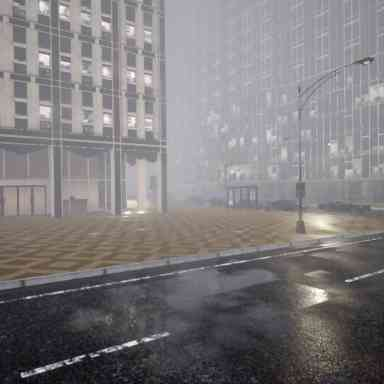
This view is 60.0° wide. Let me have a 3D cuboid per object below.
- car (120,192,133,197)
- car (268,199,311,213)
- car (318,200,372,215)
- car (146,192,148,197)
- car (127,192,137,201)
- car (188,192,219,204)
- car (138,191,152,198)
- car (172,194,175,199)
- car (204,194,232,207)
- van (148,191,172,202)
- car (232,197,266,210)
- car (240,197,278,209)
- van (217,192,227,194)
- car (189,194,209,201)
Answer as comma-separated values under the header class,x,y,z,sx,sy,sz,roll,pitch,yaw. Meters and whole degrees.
class,x,y,z,sx,sy,sz,roll,pitch,yaw
car,-18.027,0.688,91.275,2.008,1.369,4.403,0,1,-34
car,10.320,1.424,34.908,1.947,1.339,4.313,0,1,-34
car,15.018,1.455,32.811,1.895,1.301,4.718,-1,1,-33
car,-8.382,0.615,77.213,2.192,1.841,5.009,0,1,-34
car,-12.078,1.039,67.790,2.008,1.369,4.403,0,1,-34
car,1.390,1.181,52.747,2.033,1.411,5.357,-1,1,-34
car,-11.597,0.686,81.901,1.967,1.590,4.097,0,1,-34
car,-5.167,0.936,72.529,1.802,1.307,4.206,0,1,-34
car,3.952,1.319,44.327,1.947,1.339,4.313,0,1,-34
van,-5.647,0.937,58.413,1.690,1.788,3.998,0,1,-34
car,7.119,1.388,39.607,1.802,1.307,4.206,0,1,-34
car,8.457,1.350,42.414,1.895,1.301,4.718,-1,1,-34
van,4.478,0.855,58.465,1.690,1.788,3.998,0,1,-34
car,1.263,1.043,63.155,1.802,1.307,4.206,0,1,-34
